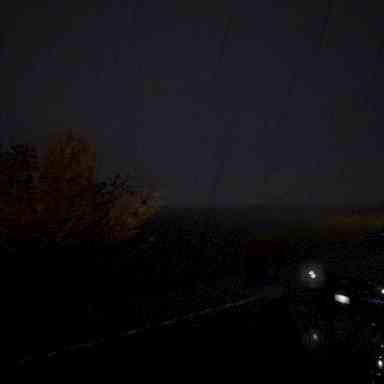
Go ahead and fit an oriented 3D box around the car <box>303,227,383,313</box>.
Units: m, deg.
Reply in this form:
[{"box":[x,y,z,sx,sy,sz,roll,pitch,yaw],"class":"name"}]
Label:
[{"box":[4.842,1.540,7.619,5.357,1.411,2.033,0,0,-37],"class":"car"}]
